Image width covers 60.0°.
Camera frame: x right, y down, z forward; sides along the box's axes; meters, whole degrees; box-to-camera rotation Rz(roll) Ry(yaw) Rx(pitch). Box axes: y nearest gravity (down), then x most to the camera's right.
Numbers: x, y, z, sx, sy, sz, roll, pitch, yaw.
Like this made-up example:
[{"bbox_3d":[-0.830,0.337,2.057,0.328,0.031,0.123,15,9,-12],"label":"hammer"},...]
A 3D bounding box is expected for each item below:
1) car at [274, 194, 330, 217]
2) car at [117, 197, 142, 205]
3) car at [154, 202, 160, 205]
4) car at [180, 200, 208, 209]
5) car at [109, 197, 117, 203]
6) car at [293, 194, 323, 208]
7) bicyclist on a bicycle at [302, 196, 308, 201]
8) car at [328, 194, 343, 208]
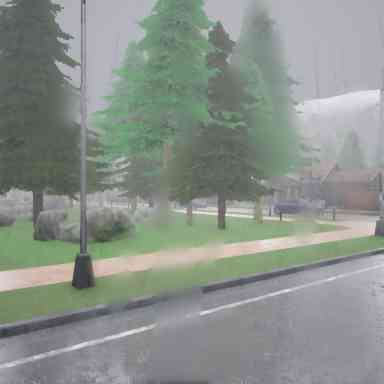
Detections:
[{"bbox_3d":[9.945,1.338,31.042,2.097,1.767,4.553,0,0,-37],"label":"car"},{"bbox_3d":[-10.516,1.404,57.640,1.837,1.490,4.892,0,0,-43],"label":"car"},{"bbox_3d":[-6.599,1.587,58.487,1.895,1.301,4.718,0,0,-42],"label":"car"},{"bbox_3d":[0.062,1.477,44.258,2.128,1.511,4.902,0,0,-37],"label":"car"},{"bbox_3d":[-14.619,1.477,66.395,4.902,1.511,2.128,0,0,42],"label":"car"},{"bbox_3d":[15.556,1.161,44.502,3.866,1.878,1.905,0,0,-37],"label":"car"},{"bbox_3d":[13.214,1.267,39.182,1.656,1.620,0.582,0,0,-37],"label":"bicyclist on a bicycle"},{"bbox_3d":[17.375,1.160,42.723,4.605,1.855,1.932,0,0,-37],"label":"car"}]
